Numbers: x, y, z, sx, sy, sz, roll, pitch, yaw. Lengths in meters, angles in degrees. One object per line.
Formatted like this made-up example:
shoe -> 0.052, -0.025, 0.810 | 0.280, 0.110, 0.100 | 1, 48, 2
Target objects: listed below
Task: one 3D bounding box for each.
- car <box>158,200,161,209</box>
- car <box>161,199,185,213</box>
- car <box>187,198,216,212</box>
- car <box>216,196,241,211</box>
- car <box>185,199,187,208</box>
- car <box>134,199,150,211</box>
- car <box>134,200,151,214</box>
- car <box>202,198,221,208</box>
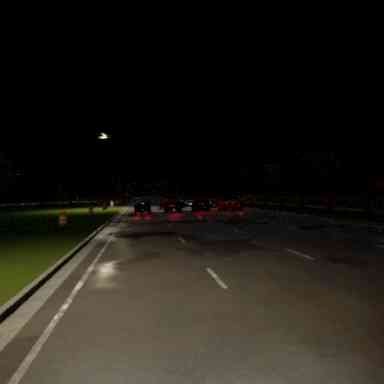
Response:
car -> -3.971, 1.743, 49.894 | 1.882, 1.535, 5.008 | -2, 0, -9
car -> -2.333, 1.689, 39.617 | 1.837, 1.490, 4.892 | -2, 0, -8
car -> 1.059, 1.569, 40.586 | 2.128, 1.511, 4.902 | -2, 0, -8
car -> 4.512, 1.319, 41.131 | 2.097, 1.767, 4.553 | -2, 0, -8
car -> -0.516, 1.719, 50.461 | 1.994, 1.385, 4.181 | -2, 0, -9
car -> -7.428, 1.868, 49.361 | 2.128, 1.511, 4.902 | -2, 0, -9
car -> -5.813, 1.787, 39.230 | 2.128, 1.511, 4.902 | -2, 0, -8
car -> 2.940, 1.646, 51.012 | 1.895, 1.301, 4.718 | -2, 0, -9
